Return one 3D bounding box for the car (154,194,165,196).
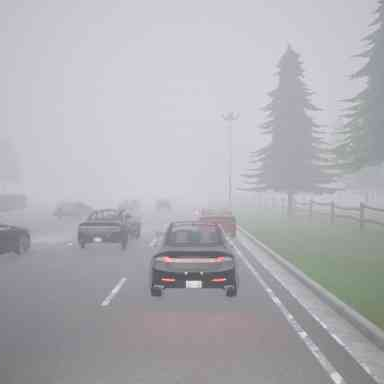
[{"bbox_3d":[-7.006,1.524,76.388,1.812,1.442,4.674,0,0,0],"label":"car"}]

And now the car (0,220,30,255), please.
[{"bbox_3d":[-6.900,1.491,10.396,2.128,1.511,4.902,0,0,0],"label":"car"}]

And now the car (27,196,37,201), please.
[{"bbox_3d":[-41.395,1.595,85.120,4.718,1.301,1.895,0,0,44],"label":"car"}]

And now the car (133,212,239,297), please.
[{"bbox_3d":[0.051,1.491,8.565,2.128,1.511,4.902,0,0,0],"label":"car"}]

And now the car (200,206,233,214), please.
[{"bbox_3d":[1.222,1.478,17.907,1.882,1.535,5.008,0,0,0],"label":"car"}]

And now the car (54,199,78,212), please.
[{"bbox_3d":[-15.182,1.563,40.234,1.994,1.385,4.181,0,0,-10],"label":"car"}]

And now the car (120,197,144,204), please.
[{"bbox_3d":[-6.906,1.547,36.726,2.033,1.411,5.357,0,0,0],"label":"car"}]

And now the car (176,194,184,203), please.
[{"bbox_3d":[-3.440,1.502,71.051,2.128,1.511,4.902,0,0,0],"label":"car"}]

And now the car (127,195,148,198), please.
[{"bbox_3d":[-10.409,1.490,63.863,2.128,1.511,4.902,0,0,0],"label":"car"}]

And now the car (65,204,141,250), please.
[{"bbox_3d":[-3.403,1.491,14.411,2.128,1.511,4.902,0,0,0],"label":"car"}]

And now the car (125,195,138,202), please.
[{"bbox_3d":[-14.008,1.477,77.250,1.882,1.535,5.008,0,0,0],"label":"car"}]

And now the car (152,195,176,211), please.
[{"bbox_3d":[-3.405,1.504,41.154,1.837,1.490,4.892,0,0,0],"label":"car"}]

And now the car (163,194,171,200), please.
[{"bbox_3d":[-7.014,1.477,94.909,1.882,1.535,5.008,0,0,0],"label":"car"}]

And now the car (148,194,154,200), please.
[{"bbox_3d":[-10.513,1.539,88.757,2.033,1.411,5.357,0,0,0],"label":"car"}]

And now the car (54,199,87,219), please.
[{"bbox_3d":[-10.404,1.547,29.521,2.033,1.411,5.357,0,0,0],"label":"car"}]
